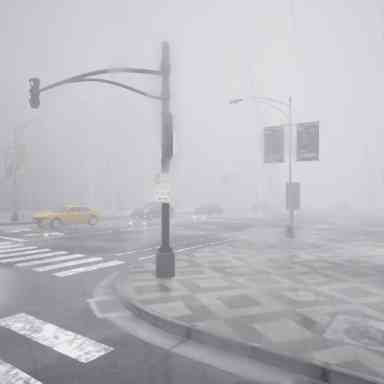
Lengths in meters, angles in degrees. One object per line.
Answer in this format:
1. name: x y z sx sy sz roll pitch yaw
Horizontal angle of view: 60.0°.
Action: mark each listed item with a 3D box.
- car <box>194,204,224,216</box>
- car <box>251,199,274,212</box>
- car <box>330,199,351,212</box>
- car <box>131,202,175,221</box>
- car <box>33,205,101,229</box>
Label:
1. car: 2.070 2.073 39.606 1.994 1.385 4.181 0 -1 35
2. car: 10.923 2.258 51.984 1.837 1.490 4.892 0 -1 35
3. car: 24.501 2.382 54.136 2.128 1.511 4.902 0 -1 35
4. car: -3.634 1.717 31.544 2.097 1.767 4.553 0 -1 35
5. car: -8.924 1.710 24.080 1.882 1.535 5.008 0 -1 34
